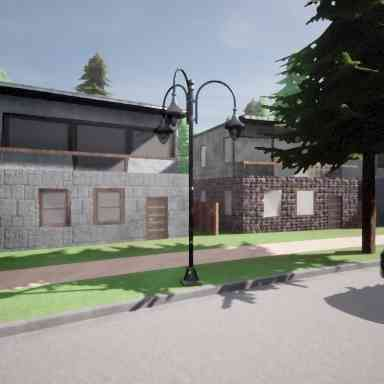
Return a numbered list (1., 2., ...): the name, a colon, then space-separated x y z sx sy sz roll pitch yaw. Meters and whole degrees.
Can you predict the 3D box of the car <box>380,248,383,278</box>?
1. car: 6.884 1.222 7.580 5.566 2.045 2.150 0 0 -25
